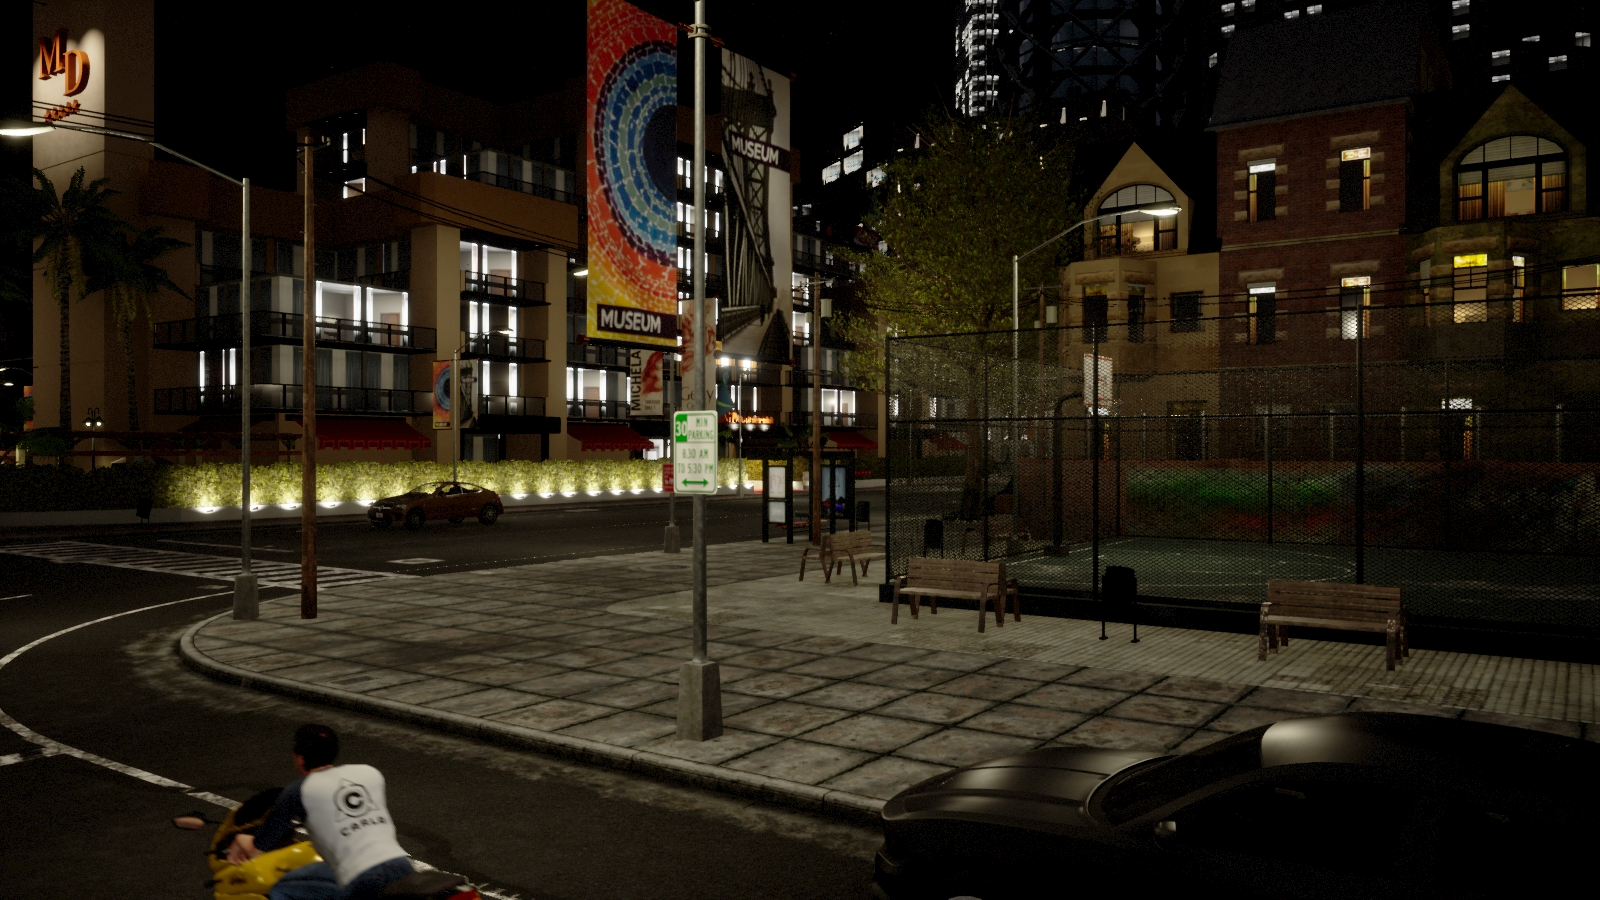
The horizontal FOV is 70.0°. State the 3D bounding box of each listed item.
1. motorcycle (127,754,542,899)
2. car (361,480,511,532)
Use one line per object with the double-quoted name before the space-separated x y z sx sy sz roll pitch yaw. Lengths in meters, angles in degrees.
"motorcycle" -2.196 2.212 5.286 2.033 1.145 0.803 -1 0 35
"car" -13.322 1.992 42.110 2.152 1.651 5.027 0 0 34
